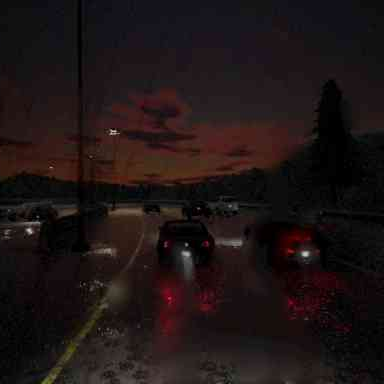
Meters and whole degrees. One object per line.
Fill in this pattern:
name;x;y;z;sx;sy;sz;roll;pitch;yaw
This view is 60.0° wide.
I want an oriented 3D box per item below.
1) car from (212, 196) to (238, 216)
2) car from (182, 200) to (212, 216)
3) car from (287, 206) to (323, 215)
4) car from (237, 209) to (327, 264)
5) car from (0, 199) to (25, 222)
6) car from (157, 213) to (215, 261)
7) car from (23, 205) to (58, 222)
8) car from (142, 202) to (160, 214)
car;3.346;1.511;36.895;2.150;2.045;5.566;0;0;-13
car;0.244;1.642;33.861;2.097;1.767;4.553;-1;-1;-11
car;8.578;1.757;27.035;1.895;1.301;4.718;0;0;-9
car;3.166;1.583;12.209;1.837;1.490;4.892;0;0;-4
car;-17.336;1.653;31.382;2.150;2.045;5.566;0;-1;-12
car;-0.347;1.715;12.806;1.895;1.301;4.718;0;0;-4
car;-13.597;1.951;30.485;1.994;1.385;4.181;0;-1;-11
car;-5.127;1.932;41.710;1.812;1.442;4.674;0;0;-15
